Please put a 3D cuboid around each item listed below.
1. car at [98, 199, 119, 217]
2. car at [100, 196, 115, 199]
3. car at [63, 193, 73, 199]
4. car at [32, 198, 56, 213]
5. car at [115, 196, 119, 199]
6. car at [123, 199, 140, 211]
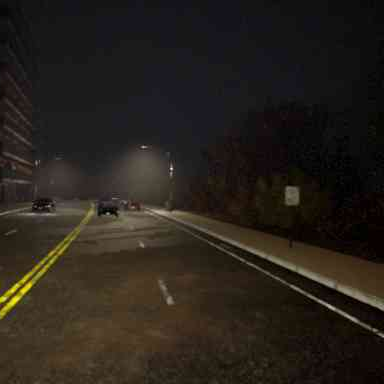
[{"bbox_3d":[-8.175,1.670,32.375,1.895,1.301,4.718,2,-1,-15],"label":"car"},{"bbox_3d":[-13.204,1.566,50.513,1.882,1.535,5.008,2,-1,-16],"label":"car"},{"bbox_3d":[-26.971,1.079,72.388,1.837,1.490,4.892,2,0,-19],"label":"car"},{"bbox_3d":[-15.910,1.413,35.850,1.837,1.490,4.892,2,-1,-15],"label":"car"},{"bbox_3d":[-17.560,1.695,74.940,2.128,1.511,4.902,2,0,-19],"label":"car"},{"bbox_3d":[-8.083,1.684,44.410,1.837,1.490,4.892,2,0,-16],"label":"car"}]
